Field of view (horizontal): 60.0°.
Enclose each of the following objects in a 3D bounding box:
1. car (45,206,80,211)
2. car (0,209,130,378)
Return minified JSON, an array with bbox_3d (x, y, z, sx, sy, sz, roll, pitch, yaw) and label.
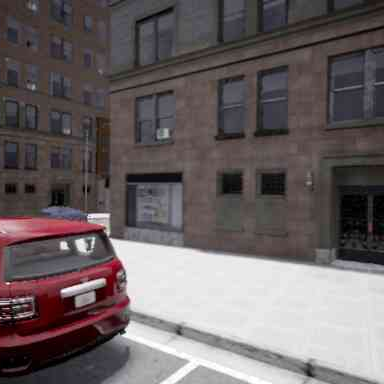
[{"bbox_3d":[-8.964,1.637,21.959,1.994,1.385,4.181,1,1,28],"label":"car"},{"bbox_3d":[-3.168,1.308,5.209,5.009,1.841,2.192,0,1,36],"label":"car"}]
